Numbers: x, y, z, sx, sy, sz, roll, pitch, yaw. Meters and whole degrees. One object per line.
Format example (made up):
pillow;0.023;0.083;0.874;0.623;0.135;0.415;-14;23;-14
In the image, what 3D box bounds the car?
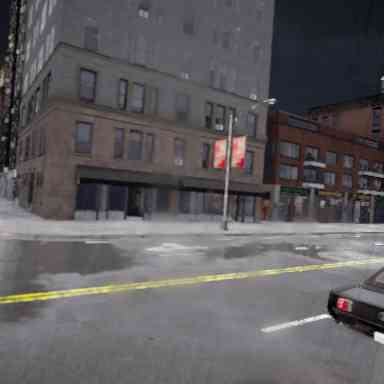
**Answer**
car;4.627;1.974;6.024;4.718;1.301;1.895;4;-1;-34
